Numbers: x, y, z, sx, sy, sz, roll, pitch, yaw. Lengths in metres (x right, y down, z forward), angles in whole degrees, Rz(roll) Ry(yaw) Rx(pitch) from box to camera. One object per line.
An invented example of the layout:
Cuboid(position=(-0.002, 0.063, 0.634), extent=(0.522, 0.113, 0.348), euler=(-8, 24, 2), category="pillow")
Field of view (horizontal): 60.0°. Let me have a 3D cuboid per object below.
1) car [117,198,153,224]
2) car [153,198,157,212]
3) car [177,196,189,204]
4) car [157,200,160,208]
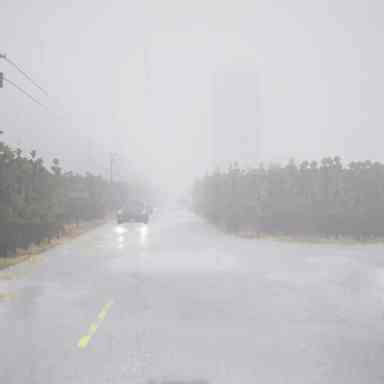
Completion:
Cuboid(position=(-4.255, 1.369, 24.776), extent=(2.097, 1.767, 4.553), euler=(0, 0, -4), category="car")
Cuboid(position=(-5.041, 1.587, 34.676), extent=(1.994, 1.385, 4.181), euler=(0, 0, -4), category="car")
Cuboid(position=(-1.781, 1.570, 65.634), extent=(1.812, 1.442, 4.674), euler=(0, 0, 4), category="car")
Cuboid(position=(-5.729, 1.596, 47.771), extent=(1.994, 1.385, 4.181), euler=(0, 0, -1), category="car")
